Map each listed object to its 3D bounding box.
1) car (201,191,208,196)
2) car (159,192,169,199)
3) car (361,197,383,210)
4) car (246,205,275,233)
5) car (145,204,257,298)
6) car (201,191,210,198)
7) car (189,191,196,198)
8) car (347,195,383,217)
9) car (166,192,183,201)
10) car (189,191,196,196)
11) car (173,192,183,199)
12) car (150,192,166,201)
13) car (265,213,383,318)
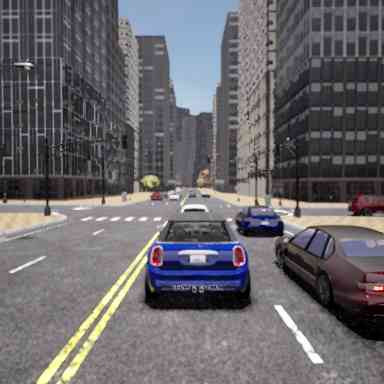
[{"bbox_3d":[3.417,0.382,90.292,1.812,1.442,4.674,0,1,0],"label":"car"},{"bbox_3d":[-6.359,0.724,76.109,2.033,1.411,5.357,0,1,0],"label":"car"},{"bbox_3d":[21.880,1.279,37.344,4.829,1.417,1.752,1,1,1],"label":"car"},{"bbox_3d":[3.382,1.384,17.320,1.994,1.385,4.181,0,1,0],"label":"car"},{"bbox_3d":[0.117,1.264,8.420,2.097,1.767,4.553,0,1,0],"label":"car"},{"bbox_3d":[3.399,0.726,80.323,1.895,1.301,4.718,0,1,0],"label":"car"},{"bbox_3d":[0.149,0.675,79.883,2.033,1.411,5.357,0,1,0],"label":"car"},{"bbox_3d":[16.256,1.236,29.067,5.009,1.841,2.192,1,1,1],"label":"car"},{"bbox_3d":[-3.185,0.885,60.433,1.812,1.442,4.674,0,1,1],"label":"car"},{"bbox_3d":[0.167,0.381,90.298,1.812,1.442,4.674,0,1,0],"label":"car"},{"bbox_3d":[-3.110,0.731,75.591,2.033,1.411,5.357,0,1,0],"label":"car"},{"bbox_3d":[-6.436,0.836,60.467,1.882,1.535,5.008,0,1,1],"label":"car"},{"bbox_3d":[3.368,1.469,7.573,2.033,1.411,5.357,0,1,0],"label":"car"}]
